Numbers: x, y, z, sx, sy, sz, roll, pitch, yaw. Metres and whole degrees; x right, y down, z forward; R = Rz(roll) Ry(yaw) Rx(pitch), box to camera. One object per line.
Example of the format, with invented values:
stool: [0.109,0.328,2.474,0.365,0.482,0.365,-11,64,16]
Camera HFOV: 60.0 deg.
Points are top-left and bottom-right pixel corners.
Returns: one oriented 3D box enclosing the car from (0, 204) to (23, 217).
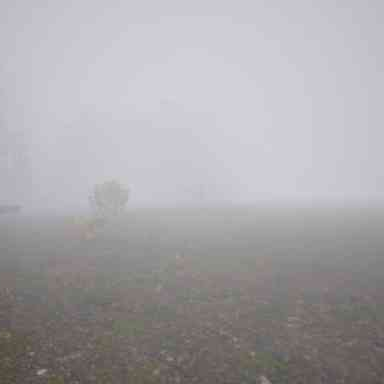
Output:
car: [-15.144,1.246,24.455,1.895,1.301,4.718,-1,0,35]
